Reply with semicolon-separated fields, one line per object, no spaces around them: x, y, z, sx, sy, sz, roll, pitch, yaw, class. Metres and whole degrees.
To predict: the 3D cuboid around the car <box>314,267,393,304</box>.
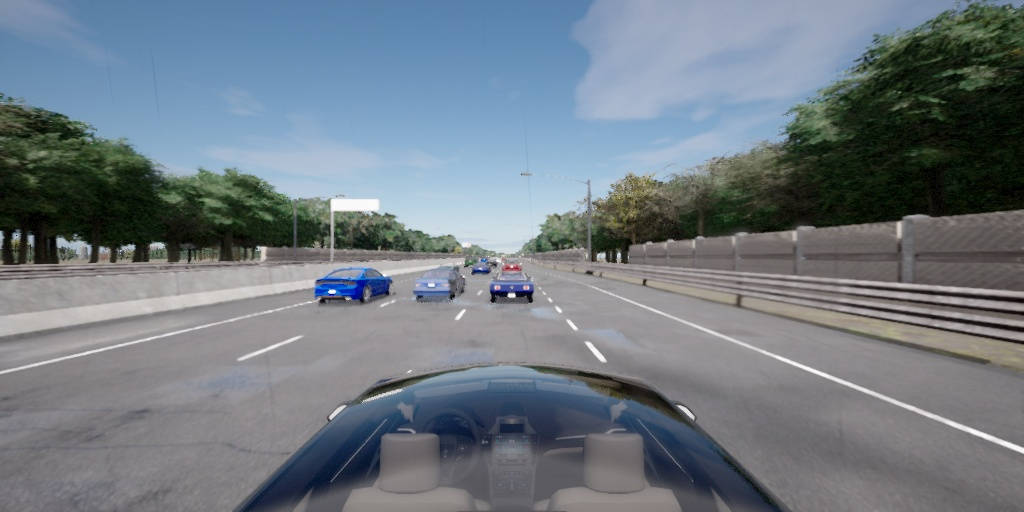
-7.007;1.238;16.450;1.882;1.535;5.008;0;0;0;car

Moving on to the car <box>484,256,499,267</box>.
-3.523;1.288;63.156;1.882;1.535;5.008;0;0;0;car

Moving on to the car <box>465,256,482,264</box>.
-7.027;1.032;63.236;2.150;2.045;5.566;0;0;0;car

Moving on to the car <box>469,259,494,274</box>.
-3.520;1.349;41.894;1.994;1.385;4.181;0;0;0;car

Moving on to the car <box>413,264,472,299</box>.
-3.506;1.310;18.106;2.033;1.411;5.357;0;0;0;car

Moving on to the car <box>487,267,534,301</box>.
-0.007;1.363;17.251;1.895;1.301;4.718;0;0;0;car

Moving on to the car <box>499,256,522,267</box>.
-0.016;1.133;38.421;2.097;1.767;4.553;0;0;0;car
